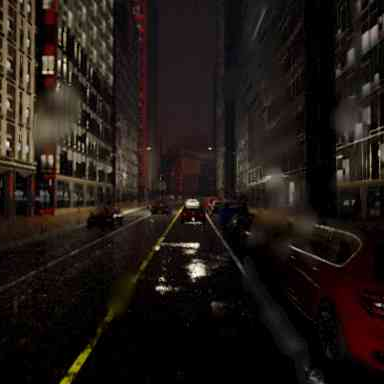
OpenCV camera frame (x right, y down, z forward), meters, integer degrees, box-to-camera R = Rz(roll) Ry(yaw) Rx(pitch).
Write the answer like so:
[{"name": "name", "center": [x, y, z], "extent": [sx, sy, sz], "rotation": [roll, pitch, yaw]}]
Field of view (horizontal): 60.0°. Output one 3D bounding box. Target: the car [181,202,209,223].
[{"name": "car", "center": [0.092, 1.735, 26.994], "extent": [1.895, 1.301, 4.718], "rotation": [0, 0, 0]}]

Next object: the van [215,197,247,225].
[{"name": "van", "center": [2.701, 1.453, 22.395], "extent": [1.690, 1.788, 3.998], "rotation": [1, 0, 0]}]

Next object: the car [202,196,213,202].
[{"name": "car", "center": [2.696, 1.510, 39.127], "extent": [2.192, 1.841, 5.009], "rotation": [1, 0, 0]}]

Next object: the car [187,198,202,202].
[{"name": "car", "center": [0.078, 1.749, 44.726], "extent": [1.812, 1.442, 4.674], "rotation": [0, 0, 0]}]

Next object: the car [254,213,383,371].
[{"name": "car", "center": [2.706, 1.344, 5.664], "extent": [2.192, 1.841, 5.009], "rotation": [1, 0, 0]}]

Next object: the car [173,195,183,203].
[{"name": "car", "center": [-3.023, 1.718, 76.752], "extent": [2.128, 1.511, 4.902], "rotation": [0, 0, 0]}]

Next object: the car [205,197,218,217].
[{"name": "car", "center": [2.696, 1.607, 33.548], "extent": [1.967, 1.590, 4.097], "rotation": [1, 0, 0]}]

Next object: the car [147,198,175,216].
[{"name": "car", "center": [-3.107, 1.649, 34.402], "extent": [1.882, 1.535, 5.008], "rotation": [0, 0, 0]}]

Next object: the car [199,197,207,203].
[{"name": "car", "center": [2.679, 1.950, 83.913], "extent": [1.752, 1.417, 4.829], "rotation": [1, 0, 0]}]

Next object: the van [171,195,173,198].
[{"name": "van", "center": [-5.703, 1.706, 72.480], "extent": [1.690, 1.788, 3.998], "rotation": [1, 0, 0]}]

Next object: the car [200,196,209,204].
[{"name": "car", "center": [2.684, 1.806, 72.589], "extent": [1.967, 1.590, 4.097], "rotation": [1, 0, 0]}]

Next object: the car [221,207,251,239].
[{"name": "car", "center": [2.698, 1.666, 16.817], "extent": [1.802, 1.307, 4.206], "rotation": [1, 0, 0]}]

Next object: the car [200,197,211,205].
[{"name": "car", "center": [2.686, 1.777, 67.012], "extent": [1.967, 1.590, 4.097], "rotation": [1, 0, 0]}]

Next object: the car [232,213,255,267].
[{"name": "car", "center": [2.700, 1.622, 11.240], "extent": [1.947, 1.339, 4.313], "rotation": [1, 0, 0]}]

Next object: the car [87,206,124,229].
[{"name": "car", "center": [-5.684, 1.662, 22.302], "extent": [2.008, 1.369, 4.403], "rotation": [1, 0, 0]}]

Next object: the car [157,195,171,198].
[{"name": "car", "center": [-5.690, 1.623, 61.329], "extent": [2.192, 1.841, 5.009], "rotation": [1, 0, 0]}]

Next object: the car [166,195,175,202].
[{"name": "car", "center": [-5.665, 1.767, 89.204], "extent": [2.192, 1.841, 5.009], "rotation": [1, 0, 0]}]

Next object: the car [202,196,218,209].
[{"name": "car", "center": [2.693, 1.567, 50.282], "extent": [2.192, 1.841, 5.009], "rotation": [1, 0, 0]}]
